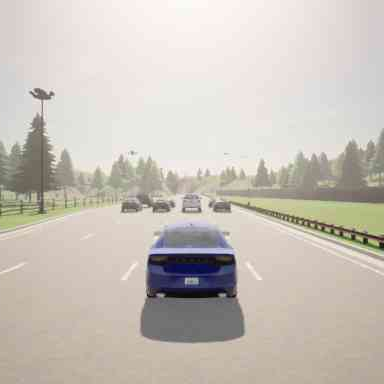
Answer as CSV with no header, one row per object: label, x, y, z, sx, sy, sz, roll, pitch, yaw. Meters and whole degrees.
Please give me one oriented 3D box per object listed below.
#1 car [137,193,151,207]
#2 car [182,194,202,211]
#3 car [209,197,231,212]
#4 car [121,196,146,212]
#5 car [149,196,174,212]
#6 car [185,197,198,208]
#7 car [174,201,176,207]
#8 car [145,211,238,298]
car,-7.053,1.221,49.607,2.150,2.045,5.566,0,0,0
car,-0.042,1.221,39.195,2.150,2.045,5.566,0,0,0
car,3.458,1.491,39.168,2.128,1.511,4.902,0,0,0
car,-7.042,1.505,39.157,1.837,1.490,4.892,0,0,0
car,-3.542,1.505,39.161,1.837,1.490,4.892,0,0,0
car,-0.053,1.478,49.584,1.882,1.535,5.008,0,0,0
car,-3.553,1.564,49.580,1.994,1.385,4.181,0,0,0
car,-0.009,1.478,8.556,1.882,1.535,5.008,0,0,0
